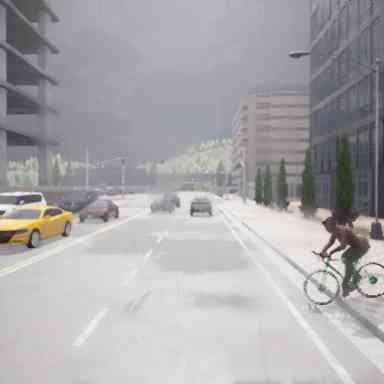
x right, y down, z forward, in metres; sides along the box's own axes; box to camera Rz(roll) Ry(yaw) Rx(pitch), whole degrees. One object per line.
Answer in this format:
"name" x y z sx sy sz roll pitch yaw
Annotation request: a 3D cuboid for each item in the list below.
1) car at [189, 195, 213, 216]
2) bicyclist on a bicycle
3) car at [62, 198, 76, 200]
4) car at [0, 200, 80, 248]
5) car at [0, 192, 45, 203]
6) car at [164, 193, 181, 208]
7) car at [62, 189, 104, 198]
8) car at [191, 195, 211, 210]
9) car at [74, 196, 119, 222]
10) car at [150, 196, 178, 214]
"car" 0.791 1.210 29.093 2.128 1.511 4.902 0 1 1
"bicyclist on a bicycle" 2.871 1.287 6.296 1.656 1.620 0.582 -9 0 1
"car" -9.946 1.369 23.616 1.994 1.385 4.181 0 1 1
"car" -6.775 1.338 14.179 1.882 1.535 5.008 0 1 2
"car" -10.162 1.037 18.653 2.150 2.045 5.566 0 1 2
"car" -2.528 0.959 40.607 2.097 1.767 4.553 0 1 1
"car" -9.868 0.936 29.189 2.150 2.045 5.566 0 1 2
"car" 1.022 1.120 38.499 2.128 1.511 4.902 0 1 1
"car" -6.520 1.292 23.879 1.812 1.442 4.674 0 1 2
"car" -2.693 1.294 31.625 1.895 1.301 4.718 0 1 2
